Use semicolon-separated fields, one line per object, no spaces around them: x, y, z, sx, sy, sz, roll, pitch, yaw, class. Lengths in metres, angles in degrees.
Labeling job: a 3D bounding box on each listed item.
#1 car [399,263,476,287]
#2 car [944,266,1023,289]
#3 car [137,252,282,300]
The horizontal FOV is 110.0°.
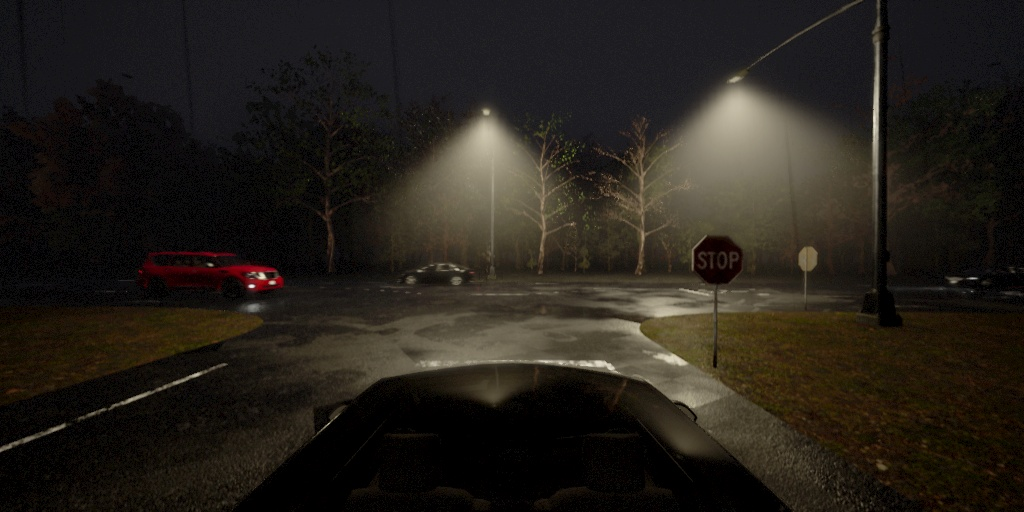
-4.833;1.217;23.282;4.892;1.490;1.837;0;0;0;car
30.926;1.387;23.067;4.902;1.511;2.128;-1;0;0;car
-13.682;0.840;16.371;5.566;2.045;2.150;0;0;1;car
